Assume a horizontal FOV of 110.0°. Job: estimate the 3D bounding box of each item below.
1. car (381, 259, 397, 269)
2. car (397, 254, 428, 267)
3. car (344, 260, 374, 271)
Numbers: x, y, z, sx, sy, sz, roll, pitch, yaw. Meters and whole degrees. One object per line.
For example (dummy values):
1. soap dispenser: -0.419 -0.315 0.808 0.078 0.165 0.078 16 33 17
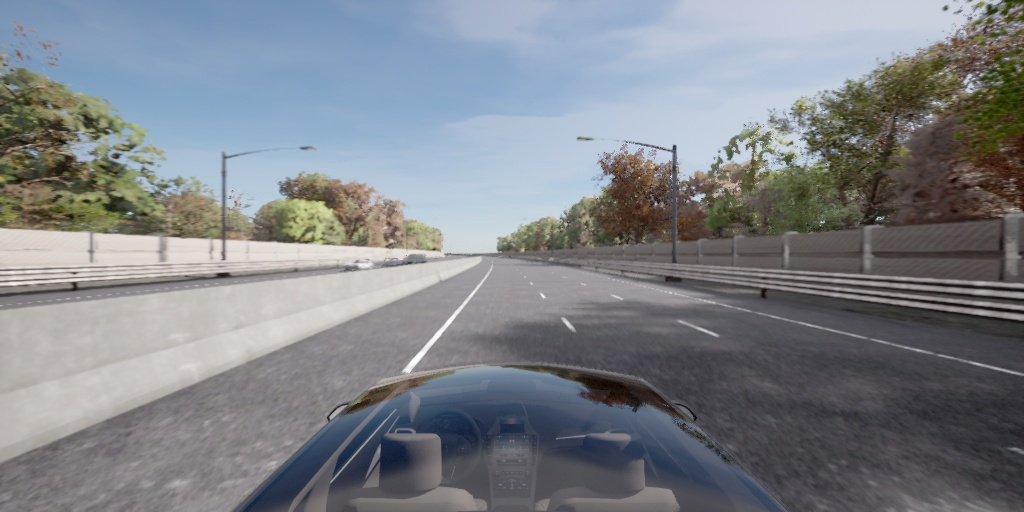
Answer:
1. car: -15.022 1.086 45.510 1.994 1.385 4.181 0 0 -2
2. car: -11.447 0.764 42.605 2.150 2.045 5.566 0 0 -1
3. car: -18.463 1.118 43.386 1.895 1.301 4.718 0 0 -1
